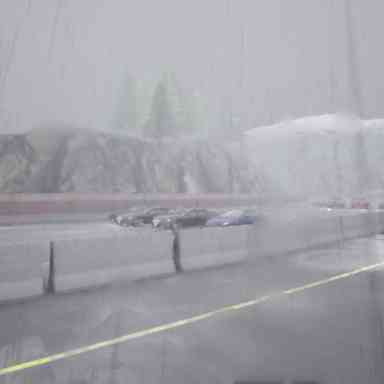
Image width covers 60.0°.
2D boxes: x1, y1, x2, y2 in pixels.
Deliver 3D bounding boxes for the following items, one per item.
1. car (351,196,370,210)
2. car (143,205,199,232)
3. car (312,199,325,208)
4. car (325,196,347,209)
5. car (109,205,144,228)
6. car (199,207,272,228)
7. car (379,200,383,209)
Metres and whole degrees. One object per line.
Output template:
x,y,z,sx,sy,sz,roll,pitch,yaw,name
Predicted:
26.246,1.641,51.778,2.150,2.045,5.566,0,-1,34,car
-0.337,1.686,21.635,4.902,1.511,2.128,0,-1,-41,car
22.954,1.964,59.674,1.882,1.535,5.008,0,0,32,car
23.937,1.671,54.658,2.150,2.045,5.566,0,-1,33,car
-3.043,1.711,23.931,4.902,1.511,2.128,0,-1,-41,car
2.891,1.698,19.796,4.674,1.442,1.812,0,-1,-41,car
30.045,1.876,51.250,1.882,1.535,5.008,0,-1,33,car
